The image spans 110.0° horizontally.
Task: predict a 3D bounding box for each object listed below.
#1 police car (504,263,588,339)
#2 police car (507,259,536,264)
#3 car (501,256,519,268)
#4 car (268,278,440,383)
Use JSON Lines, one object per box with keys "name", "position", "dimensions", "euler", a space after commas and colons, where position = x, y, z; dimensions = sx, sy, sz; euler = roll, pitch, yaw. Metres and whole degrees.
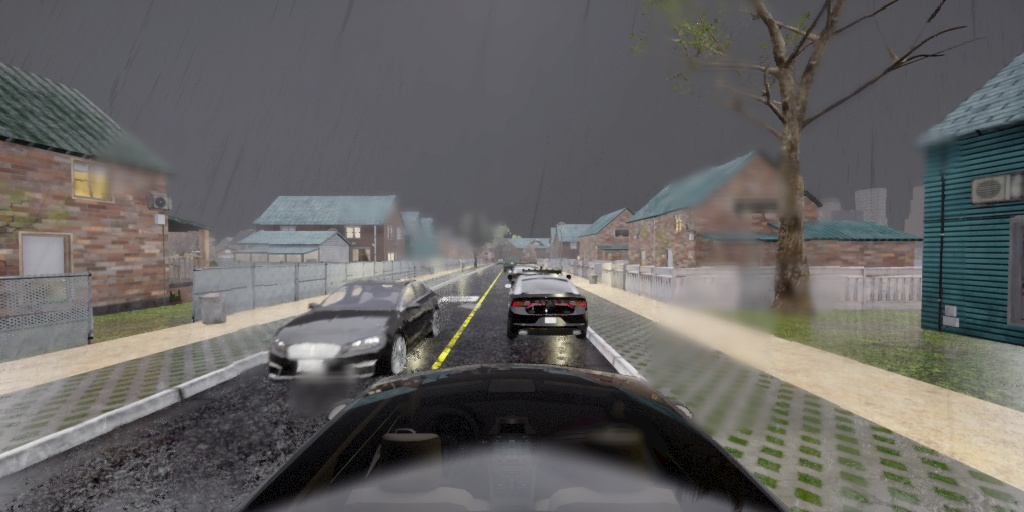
{"name": "police car", "position": [0.827, 1.174, 10.255], "dimensions": [1.930, 1.638, 5.238], "euler": [0, 0, 0]}
{"name": "police car", "position": [0.829, 1.182, 20.257], "dimensions": [1.930, 1.638, 5.238], "euler": [0, 0, 0]}
{"name": "car", "position": [0.031, 1.026, 46.903], "dimensions": [2.150, 2.045, 5.566], "euler": [0, 0, 0]}
{"name": "car", "position": [-2.748, 1.240, 7.354], "dimensions": [2.128, 1.511, 4.902], "euler": [0, 0, 0]}
